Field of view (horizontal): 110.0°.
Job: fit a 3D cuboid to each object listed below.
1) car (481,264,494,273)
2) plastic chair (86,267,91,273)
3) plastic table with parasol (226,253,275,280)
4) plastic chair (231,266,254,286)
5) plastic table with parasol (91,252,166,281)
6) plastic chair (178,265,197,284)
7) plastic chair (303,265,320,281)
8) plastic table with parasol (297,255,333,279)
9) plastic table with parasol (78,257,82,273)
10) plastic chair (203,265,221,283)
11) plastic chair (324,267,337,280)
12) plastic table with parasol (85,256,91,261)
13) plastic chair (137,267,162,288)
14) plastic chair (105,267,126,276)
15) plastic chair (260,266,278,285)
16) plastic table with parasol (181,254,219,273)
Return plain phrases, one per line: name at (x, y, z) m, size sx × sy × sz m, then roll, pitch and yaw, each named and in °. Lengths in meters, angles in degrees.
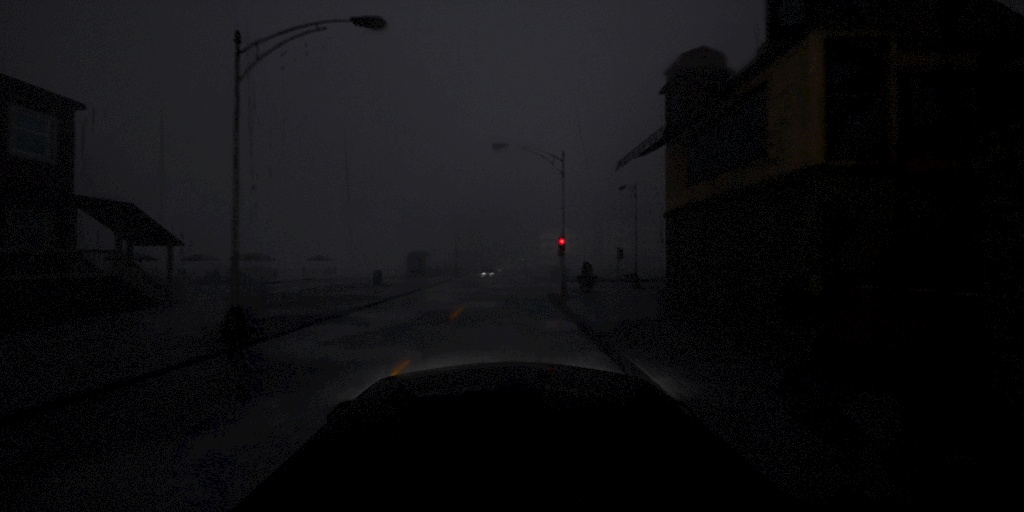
car at (-4.005, 2.041, 58.751) m, size 2.033 × 1.411 × 5.357 m, roll 0°, pitch -1°, yaw 0°
plastic chair at (-40.664, 1.700, 34.208) m, size 0.730 × 1.272 × 0.750 m, roll 0°, pitch 0°, yaw 0°
plastic table with parasol at (-19.922, 1.015, 27.925) m, size 2.482 × 2.480 × 2.482 m, roll 0°, pitch 0°, yaw 0°
plastic chair at (-20.003, 1.602, 26.605) m, size 0.750 × 1.272 × 0.730 m, roll 0°, pitch 0°, yaw 0°
plastic table with parasol at (-26.513, 0.978, 25.035) m, size 2.482 × 2.480 × 2.482 m, roll 0°, pitch 0°, yaw 0°
plastic chair at (-27.002, 1.642, 29.705) m, size 0.750 × 1.272 × 0.730 m, roll 0°, pitch 0°, yaw 0°
plastic chair at (-19.202, 1.703, 34.404) m, size 0.750 × 1.272 × 0.730 m, roll 0°, pitch 0°, yaw 0°
plastic table with parasol at (-19.172, 1.117, 35.744) m, size 2.482 × 2.480 × 2.482 m, roll 0°, pitch 0°, yaw 0°
plastic table with parasol at (-34.232, 0.993, 26.236) m, size 2.482 × 2.480 × 2.482 m, roll 0°, pitch 0°, yaw 0°
plastic chair at (-25.702, 1.658, 30.905) m, size 0.730 × 1.272 × 0.750 m, roll 0°, pitch 0°, yaw 0°
plastic chair at (-17.902, 1.719, 35.604) m, size 0.730 × 1.272 × 0.750 m, roll 0°, pitch 0°, yaw 0°
plastic table with parasol at (-41.792, 1.097, 34.296) m, size 2.482 × 2.480 × 2.482 m, roll 0°, pitch 0°, yaw 0°
plastic chair at (-25.334, 1.583, 25.109) m, size 0.730 × 1.272 × 0.750 m, roll 0°, pitch 0°, yaw -1°
plastic chair at (-26.703, 1.567, 23.905) m, size 0.750 × 1.272 × 0.730 m, roll 0°, pitch 0°, yaw 0°
plastic chair at (-18.702, 1.618, 27.805) m, size 0.730 × 1.272 × 0.750 m, roll 0°, pitch 0°, yaw 0°
plastic table with parasol at (-26.902, 1.054, 30.955) m, size 2.482 × 2.480 × 2.482 m, roll 0°, pitch 0°, yaw 0°
